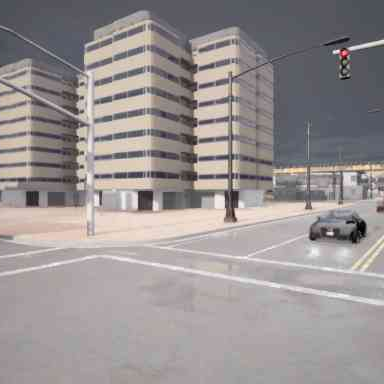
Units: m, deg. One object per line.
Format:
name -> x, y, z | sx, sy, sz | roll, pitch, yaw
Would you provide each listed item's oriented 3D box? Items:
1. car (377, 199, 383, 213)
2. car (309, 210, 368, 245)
car -> 21.102, 1.482, 35.692 | 1.882, 1.535, 5.008 | 0, 0, 35
car -> 7.001, 1.569, 15.768 | 1.994, 1.385, 4.181 | 0, 0, 35
